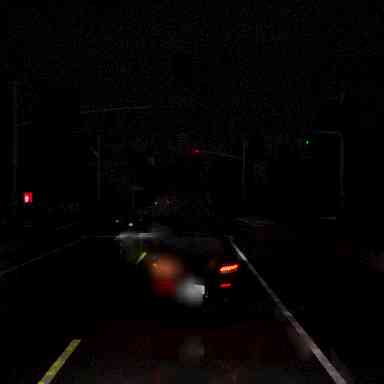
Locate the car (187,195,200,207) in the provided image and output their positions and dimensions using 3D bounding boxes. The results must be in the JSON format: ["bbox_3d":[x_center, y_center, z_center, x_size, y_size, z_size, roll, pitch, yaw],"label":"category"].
[{"bbox_3d":[0.187,1.601,51.631,1.895,1.301,4.718,0,0,0],"label":"car"}]

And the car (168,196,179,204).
[{"bbox_3d":[-3.469,1.526,62.259,1.812,1.442,4.674,0,0,1],"label":"car"}]

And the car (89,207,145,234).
[{"bbox_3d":[-4.444,1.566,19.418,1.994,1.385,4.181,1,0,-37],"label":"car"}]

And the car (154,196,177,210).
[{"bbox_3d":[-3.527,1.352,42.348,2.097,1.767,4.553,0,0,2],"label":"car"}]

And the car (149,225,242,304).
[{"bbox_3d":[0.085,1.526,8.048,1.812,1.442,4.674,0,0,0],"label":"car"}]

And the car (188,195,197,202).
[{"bbox_3d":[0.123,1.525,80.842,2.128,1.511,4.902,0,0,0],"label":"car"}]

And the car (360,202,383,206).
[{"bbox_3d":[15.583,1.528,28.601,5.357,1.411,2.033,0,0,-6],"label":"car"}]

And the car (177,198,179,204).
[{"bbox_3d":[-3.513,1.526,52.181,1.812,1.442,4.674,0,0,0],"label":"car"}]
